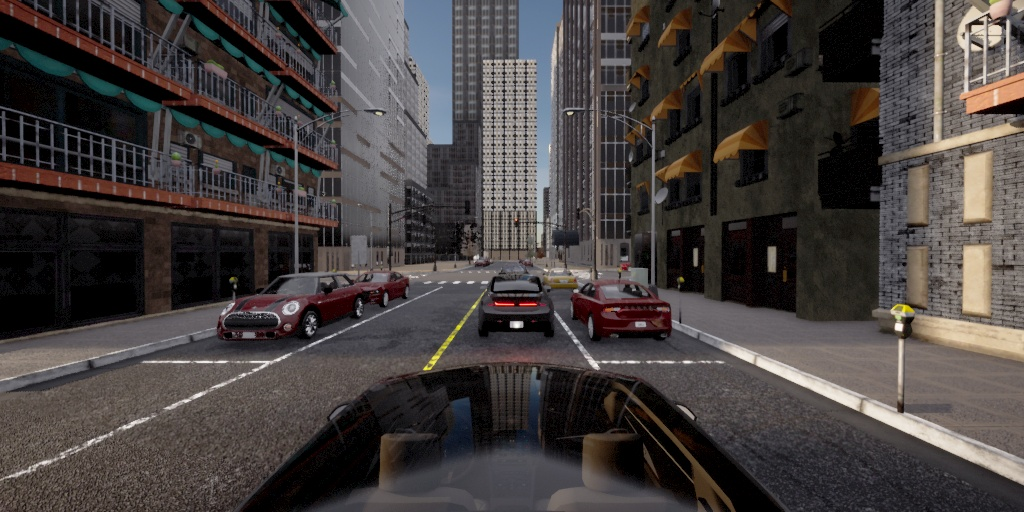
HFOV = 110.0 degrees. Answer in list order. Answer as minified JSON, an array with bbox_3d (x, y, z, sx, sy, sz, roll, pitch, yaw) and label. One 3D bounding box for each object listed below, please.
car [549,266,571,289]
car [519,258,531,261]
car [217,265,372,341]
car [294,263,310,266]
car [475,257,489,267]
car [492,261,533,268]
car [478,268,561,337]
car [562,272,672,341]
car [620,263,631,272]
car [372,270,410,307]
[{"bbox_3d":[2.706,1.272,20.937,1.751,1.417,4.829,0,0,0],"label":"car"},{"bbox_3d":[2.745,1.185,64.293,1.967,1.591,4.097,0,0,0],"label":"car"},{"bbox_3d":[-5.685,1.188,9.742,1.967,1.591,4.097,0,0,0],"label":"car"},{"bbox_3d":[-23.801,1.494,39.612,4.097,1.591,1.967,0,0,0],"label":"car"},{"bbox_3d":[-5.635,1.291,64.302,1.888,1.381,4.507,0,0,0],"label":"car"},{"bbox_3d":[0.115,1.239,20.405,2.128,1.511,4.902,0,0,0],"label":"car"},{"bbox_3d":[0.107,1.253,10.272,1.837,1.490,4.892,0,0,0],"label":"car"},{"bbox_3d":[2.697,1.294,9.720,1.888,1.381,4.507,0,0,0],"label":"car"},{"bbox_3d":[14.297,1.005,39.899,4.507,1.381,1.888,0,0,0],"label":"car"},{"bbox_3d":[-5.680,1.293,15.265,1.888,1.381,4.507,0,0,0],"label":"car"}]
